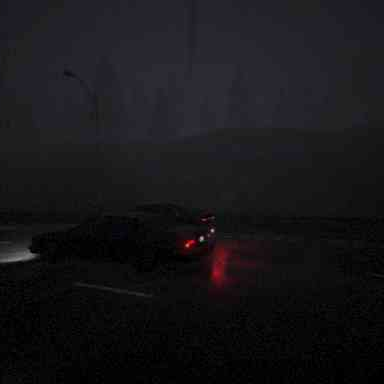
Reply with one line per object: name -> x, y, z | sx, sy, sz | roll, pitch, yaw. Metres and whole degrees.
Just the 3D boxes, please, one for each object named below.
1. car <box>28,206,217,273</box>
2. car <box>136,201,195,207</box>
car -> -2.073, 1.282, 9.518 | 5.357, 1.411, 2.033 | -1, 2, 23
car -> -1.474, 1.124, 12.758 | 4.892, 1.490, 1.837 | 0, 0, 25
